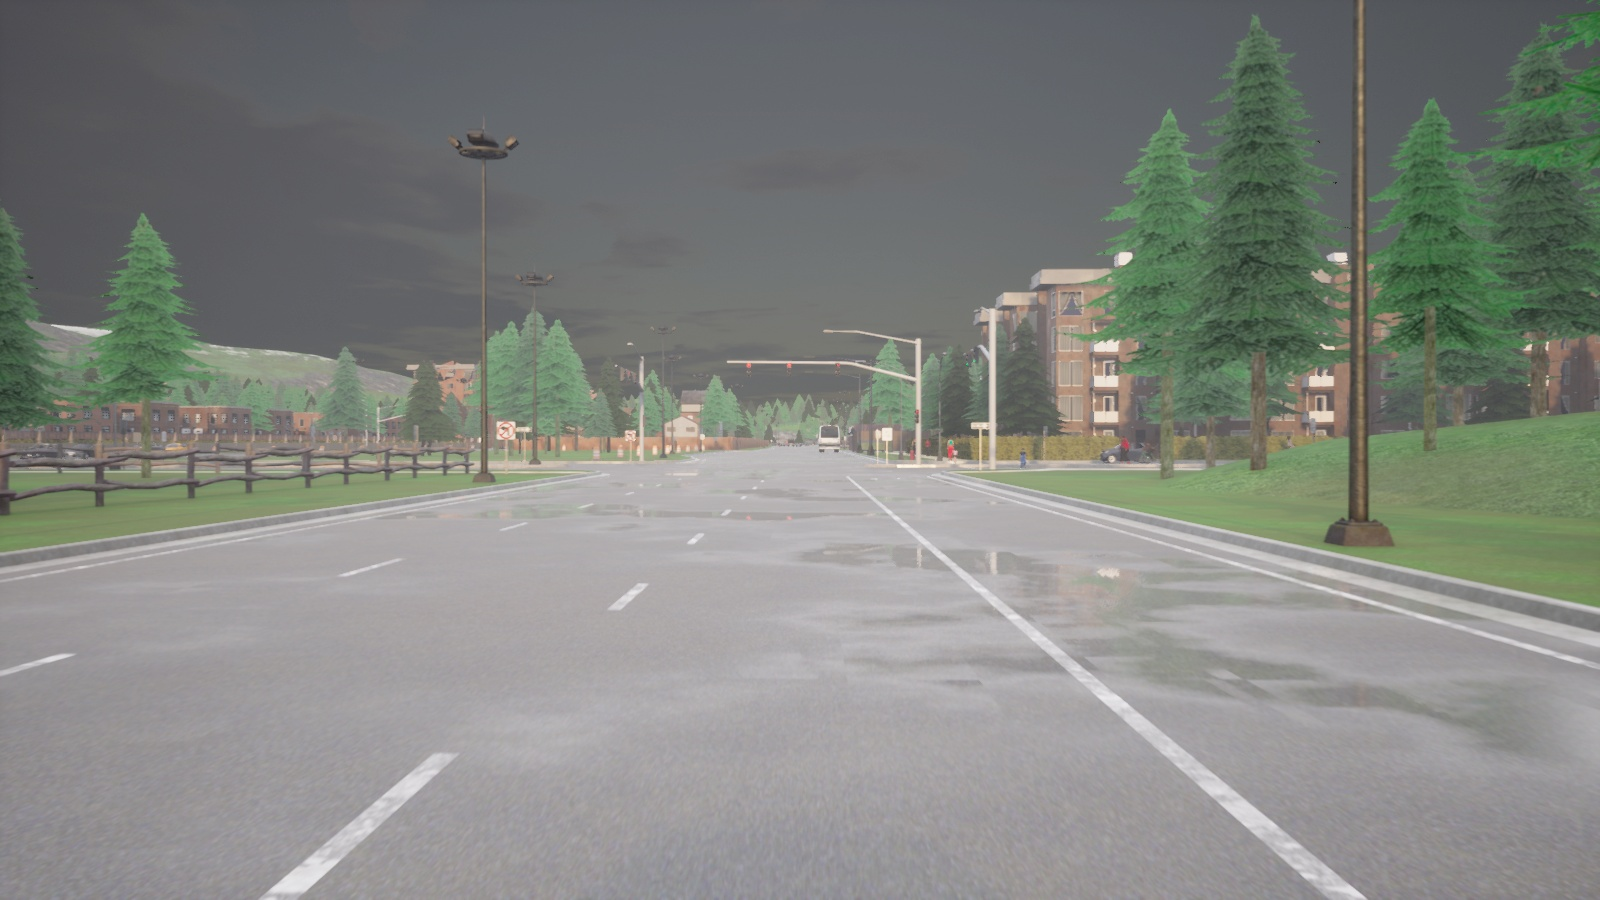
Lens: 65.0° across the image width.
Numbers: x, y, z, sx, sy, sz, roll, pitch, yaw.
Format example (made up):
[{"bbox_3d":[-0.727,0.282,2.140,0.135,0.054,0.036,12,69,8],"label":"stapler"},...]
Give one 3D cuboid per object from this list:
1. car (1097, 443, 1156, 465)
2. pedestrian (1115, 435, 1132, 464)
[{"bbox_3d":[22.988,0.280,88.523,3.633,1.501,1.845,0,0,0],"label":"car"},{"bbox_3d":[20.210,-0.029,78.416,0.899,1.844,0.634,0,0,1],"label":"pedestrian"}]
